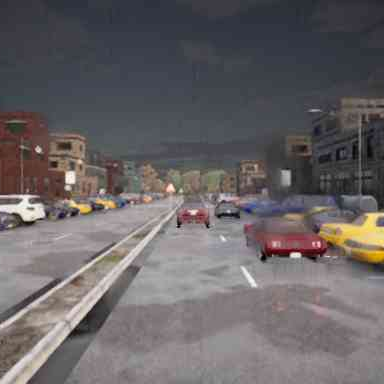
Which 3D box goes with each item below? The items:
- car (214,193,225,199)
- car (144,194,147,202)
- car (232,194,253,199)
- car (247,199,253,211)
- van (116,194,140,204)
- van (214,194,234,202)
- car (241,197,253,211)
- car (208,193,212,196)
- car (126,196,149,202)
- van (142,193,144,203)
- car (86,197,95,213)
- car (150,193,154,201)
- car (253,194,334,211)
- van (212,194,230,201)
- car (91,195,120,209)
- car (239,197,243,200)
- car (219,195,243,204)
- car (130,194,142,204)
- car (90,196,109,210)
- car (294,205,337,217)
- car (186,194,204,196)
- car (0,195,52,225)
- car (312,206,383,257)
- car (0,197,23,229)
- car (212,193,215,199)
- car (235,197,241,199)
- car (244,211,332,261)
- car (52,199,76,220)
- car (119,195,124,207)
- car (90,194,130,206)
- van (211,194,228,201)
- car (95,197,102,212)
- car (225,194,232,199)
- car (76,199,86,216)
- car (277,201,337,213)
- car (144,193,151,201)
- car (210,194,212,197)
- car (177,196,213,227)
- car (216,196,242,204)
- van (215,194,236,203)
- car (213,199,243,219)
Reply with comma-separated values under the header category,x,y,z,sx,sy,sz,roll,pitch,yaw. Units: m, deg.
category,x,y,z,sx,sy,sz,roll,pitch,yaw
car,7.577,1.367,62.574,5.566,2.045,2.435,0,0,0
car,-12.696,1.636,72.056,4.674,1.452,2.002,0,0,0
car,7.558,1.429,40.512,4.553,1.767,2.185,0,0,0
car,7.613,1.550,29.481,4.674,1.452,2.002,0,0,0
van,-12.804,1.361,66.497,4.442,1.987,1.878,0,0,0
van,7.634,1.409,79.123,4.442,1.987,1.878,0,0,0
car,7.599,1.520,32.239,5.008,1.535,2.097,0,0,0
car,7.322,1.638,84.636,5.366,1.575,1.946,0,0,0
car,-12.694,1.603,77.615,5.008,1.535,2.097,0,0,0
van,-12.807,1.366,69.277,4.442,1.987,1.878,0,0,0
car,-12.860,1.508,33.152,5.366,1.575,1.946,0,0,0
car,-12.701,1.611,83.175,5.008,1.535,2.097,0,0,0
car,7.592,1.242,23.968,5.566,2.045,2.435,0,0,0
van,7.619,1.419,87.396,4.442,1.987,1.878,0,0,0
car,-12.669,1.541,44.260,5.008,1.535,2.097,0,0,0
car,7.597,1.571,34.996,4.674,1.452,2.002,0,0,0
car,7.574,1.496,65.209,4.553,1.767,2.185,0,0,0
car,-12.678,1.584,63.717,4.892,1.521,2.231,0,0,0
car,-12.669,1.526,38.585,5.008,1.535,2.097,0,0,0
car,7.665,1.508,15.697,4.792,1.488,2.163,0,0,0
car,0.047,1.294,41.412,2.150,2.045,5.566,0,-1,0
car,-12.726,1.237,22.034,5.566,2.045,2.435,0,0,0
car,7.826,1.472,12.940,5.366,1.575,1.946,0,0,0
car,-12.735,1.359,19.221,4.553,1.767,2.185,0,0,0
car,7.561,1.377,70.849,5.566,2.045,2.435,0,0,0
car,7.592,1.583,37.884,4.674,1.452,2.002,0,0,0
car,3.098,1.596,12.150,1.895,1.301,4.718,0,0,0
car,-12.657,1.527,27.594,4.792,1.488,2.163,0,0,0
car,-12.660,1.549,47.040,4.892,1.521,2.231,0,0,0
car,-12.641,1.303,49.820,5.566,2.045,2.435,0,0,0
van,7.608,1.432,92.908,4.442,1.987,1.878,0,0,0
car,-12.698,1.549,35.929,4.792,1.488,2.163,0,0,0
car,7.556,1.313,43.270,5.566,2.045,2.435,0,0,0
car,-12.651,1.534,30.372,4.792,1.488,2.163,0,0,0
car,7.816,1.479,18.455,5.366,1.575,1.946,0,0,0
car,-12.511,1.597,74.836,5.366,1.575,1.946,0,0,0
car,7.510,1.678,81.879,4.674,1.452,2.002,0,0,0
car,0.082,1.363,22.978,2.097,1.767,4.553,0,0,0
car,7.533,1.625,67.966,5.008,1.535,2.097,0,0,0
van,7.411,1.405,73.606,4.442,1.987,1.878,0,0,0
car,3.069,1.595,29.932,1.994,1.385,4.181,0,0,0
